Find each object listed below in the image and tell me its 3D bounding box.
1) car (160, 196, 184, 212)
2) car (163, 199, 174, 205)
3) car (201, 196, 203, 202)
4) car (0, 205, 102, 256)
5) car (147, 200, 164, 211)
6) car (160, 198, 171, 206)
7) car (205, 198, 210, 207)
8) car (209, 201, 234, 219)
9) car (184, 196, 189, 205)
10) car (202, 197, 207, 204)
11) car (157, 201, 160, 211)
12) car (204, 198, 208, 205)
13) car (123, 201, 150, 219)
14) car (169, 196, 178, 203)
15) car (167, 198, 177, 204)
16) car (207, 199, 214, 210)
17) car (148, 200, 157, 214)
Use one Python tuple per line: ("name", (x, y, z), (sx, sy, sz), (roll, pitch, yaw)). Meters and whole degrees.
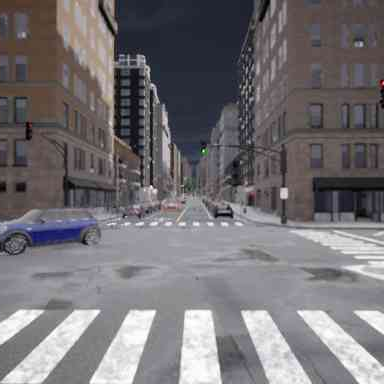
("car", (-2.552, 1.677, 43.406), (2.097, 1.767, 4.553), (0, -1, 1))
("car", (-5.058, 2.101, 70.919), (1.947, 1.339, 4.313), (1, 0, 1))
("car", (3.467, 2.084, 70.826), (2.008, 1.369, 4.403), (1, 0, 1))
("car", (-6.139, 1.432, 13.819), (2.097, 1.767, 4.553), (-2, -2, 44))
("car", (-5.334, 1.917, 48.805), (1.887, 1.381, 4.507), (1, 0, 1))
("car", (-5.128, 2.019, 65.221), (1.752, 1.417, 4.829), (1, 0, 1))
("car", (3.121, 1.880, 43.176), (2.008, 1.369, 4.403), (1, 0, 1))
("car", (2.982, 1.812, 32.115), (1.947, 1.339, 4.313), (1, 0, 1))
("car", (-2.192, 2.084, 72.153), (2.033, 1.411, 5.357), (0, 0, 1))
("car", (3.329, 2.018, 59.766), (1.947, 1.339, 4.313), (1, 0, 1))
("car", (-5.404, 1.882, 43.276), (2.008, 1.369, 4.403), (1, 0, 1))
("car", (3.190, 1.915, 48.706), (1.887, 1.381, 4.507), (1, 0, 1))
("car", (-5.543, 1.830, 32.218), (1.802, 1.307, 4.206), (1, 0, 1))
("car", (-4.847, 1.970, 87.507), (2.192, 1.841, 5.009), (1, 0, 1))
("car", (-4.918, 2.181, 81.977), (1.947, 1.339, 4.313), (1, 0, 1))
("car", (3.052, 1.832, 37.646), (1.887, 1.381, 4.507), (1, 0, 1))
("car", (-5.474, 1.855, 37.747), (1.947, 1.339, 4.313), (1, 0, 1))
